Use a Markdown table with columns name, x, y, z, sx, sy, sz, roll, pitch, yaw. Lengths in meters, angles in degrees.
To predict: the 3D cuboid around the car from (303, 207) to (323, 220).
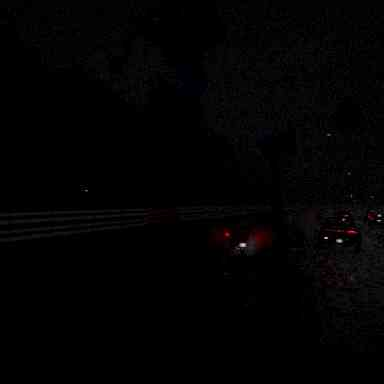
| name | x | y | z | sx | sy | sz | roll | pitch | yaw |
| --- | --- | --- | --- | --- | --- | --- | --- | --- | --- |
| car | 14.742 | 2.640 | 40.565 | 1.837 | 1.490 | 4.892 | 3 | 0 | 26 |

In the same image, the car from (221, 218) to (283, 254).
| name | x | y | z | sx | sy | sz | roll | pitch | yaw |
| --- | --- | --- | --- | --- | --- | --- | --- | --- | --- |
| car | 2.940 | 1.869 | 15.246 | 1.895 | 1.301 | 4.718 | 3 | 0 | 24 |

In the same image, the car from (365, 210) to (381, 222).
| name | x | y | z | sx | sy | sz | roll | pitch | yaw |
| --- | --- | --- | --- | --- | --- | --- | --- | --- | --- |
| car | 25.442 | 3.344 | 46.785 | 1.812 | 1.442 | 4.674 | 3 | 0 | 28 |

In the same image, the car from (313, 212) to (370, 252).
| name | x | y | z | sx | sy | sz | roll | pitch | yaw |
| --- | --- | --- | --- | --- | --- | --- | --- | --- | --- |
| car | 7.616 | 2.051 | 17.125 | 2.128 | 1.511 | 4.902 | 3 | 0 | 24 |

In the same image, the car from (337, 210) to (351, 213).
| name | x | y | z | sx | sy | sz | roll | pitch | yaw |
| --- | --- | --- | --- | --- | --- | --- | --- | --- | --- |
| car | 17.184 | 2.768 | 37.606 | 1.837 | 1.490 | 4.892 | 3 | 0 | 26 |

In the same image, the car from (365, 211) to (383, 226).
| name | x | y | z | sx | sy | sz | roll | pitch | yaw |
| --- | --- | --- | --- | --- | --- | --- | --- | --- | --- |
| car | 20.053 | 2.988 | 35.769 | 1.994 | 1.385 | 4.181 | 3 | 0 | 28 |
